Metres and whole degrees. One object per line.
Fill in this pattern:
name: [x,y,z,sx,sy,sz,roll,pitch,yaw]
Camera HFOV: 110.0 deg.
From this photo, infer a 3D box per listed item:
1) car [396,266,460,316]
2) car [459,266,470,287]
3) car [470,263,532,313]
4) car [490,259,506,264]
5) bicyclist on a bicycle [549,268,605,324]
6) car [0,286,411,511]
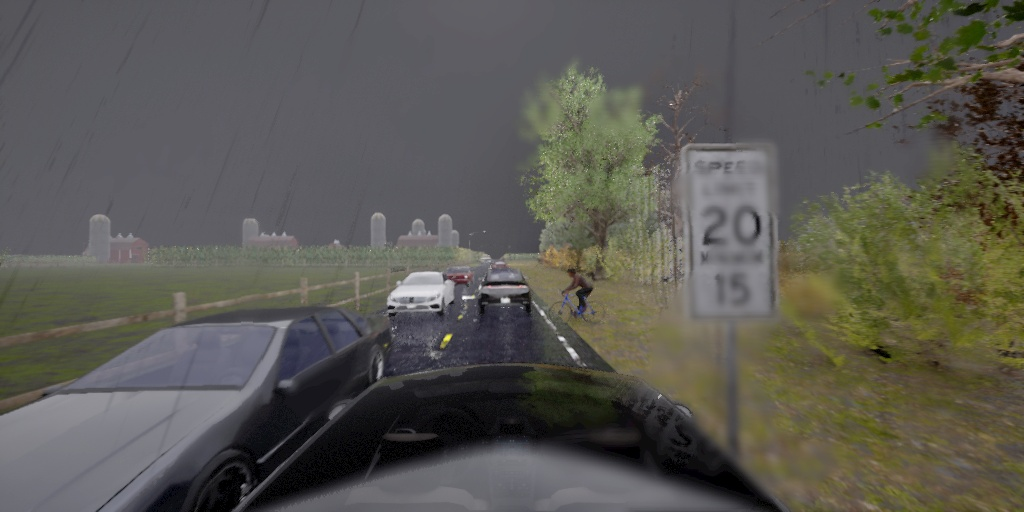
car: [-3.245,1.303,13.627,1.812,1.442,4.674,-1,0,-2]
car: [-3.637,1.370,24.348,1.895,1.301,4.718,-1,0,-2]
car: [-0.303,1.231,14.034,2.128,1.511,4.902,-1,0,-2]
car: [-1.400,1.243,42.978,1.812,1.442,4.674,-1,0,-2]
bicyclist on a bicycle: [1.879,1.179,10.391,1.656,1.620,0.582,0,0,-2]
car: [-2.871,1.331,4.015,2.033,1.411,5.357,-1,0,-2]
